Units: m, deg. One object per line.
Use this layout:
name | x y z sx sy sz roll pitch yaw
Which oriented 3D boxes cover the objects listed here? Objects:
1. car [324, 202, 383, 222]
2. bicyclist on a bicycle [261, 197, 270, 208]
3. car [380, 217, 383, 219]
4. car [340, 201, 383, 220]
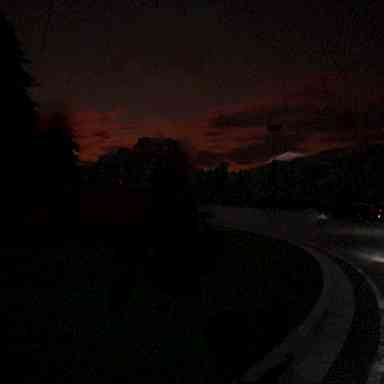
car | 13.605 1.642 28.327 1.837 1.490 4.892 0 0 -28
bicyclist on a bicycle | 10.932 1.521 49.453 1.656 1.620 0.582 0 0 -28
car | 6.240 1.590 7.966 2.033 1.411 5.357 0 0 20
car | 16.384 1.627 30.561 1.882 1.535 5.008 0 0 -28
